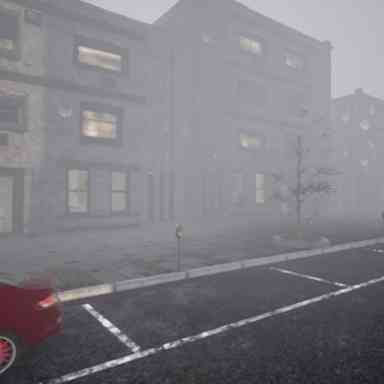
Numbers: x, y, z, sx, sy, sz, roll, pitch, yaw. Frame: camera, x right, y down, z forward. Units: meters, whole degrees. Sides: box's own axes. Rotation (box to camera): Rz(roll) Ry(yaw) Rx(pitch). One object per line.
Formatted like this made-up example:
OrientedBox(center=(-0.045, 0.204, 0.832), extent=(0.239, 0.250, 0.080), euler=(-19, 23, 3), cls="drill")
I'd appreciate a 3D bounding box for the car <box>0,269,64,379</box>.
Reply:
OrientedBox(center=(-3.740, 1.583, 3.882), extent=(4.206, 1.307, 1.802), euler=(0, 1, -36), cls="car")
